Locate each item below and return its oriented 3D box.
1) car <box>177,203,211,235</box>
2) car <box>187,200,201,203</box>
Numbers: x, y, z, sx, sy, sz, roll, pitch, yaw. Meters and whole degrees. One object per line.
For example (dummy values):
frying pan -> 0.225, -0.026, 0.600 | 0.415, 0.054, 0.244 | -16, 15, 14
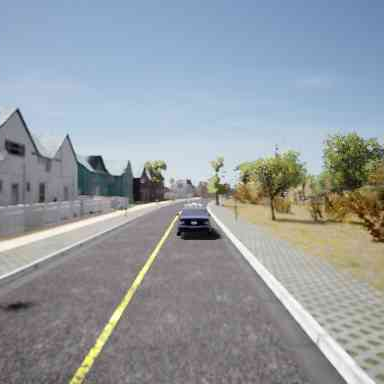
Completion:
car -> 0.110, 1.558, 18.747 | 2.033, 1.411, 5.357 | 0, 0, 0
car -> 0.244, 1.622, 38.273 | 1.895, 1.301, 4.718 | 0, 0, 1
